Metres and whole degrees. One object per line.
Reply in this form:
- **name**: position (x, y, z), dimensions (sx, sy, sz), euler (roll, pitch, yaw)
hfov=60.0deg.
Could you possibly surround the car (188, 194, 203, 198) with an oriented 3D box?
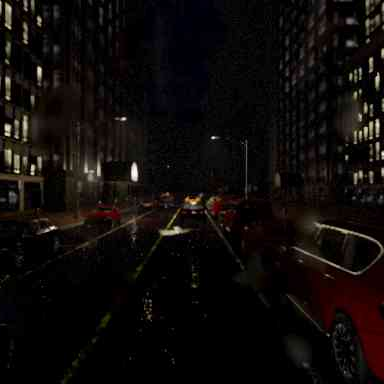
- **car**: position (0.082, 1.352, 44.560), dimensions (1.882, 1.535, 5.008), euler (0, 0, 0)

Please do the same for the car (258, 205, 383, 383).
- **car**: position (2.693, 1.301, 5.192), dimensions (2.192, 1.841, 5.009), euler (0, 0, 0)

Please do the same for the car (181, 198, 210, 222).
- **car**: position (0.090, 1.475, 25.778), dimensions (2.033, 1.411, 5.357), euler (0, 0, 0)

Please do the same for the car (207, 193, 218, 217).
- **car**: position (2.684, 1.239, 27.350), dimensions (2.192, 1.841, 5.009), euler (0, 0, 0)

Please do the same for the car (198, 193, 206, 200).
- **car**: position (2.657, 1.187, 88.282), dimensions (1.967, 1.590, 4.097), euler (0, 0, 0)

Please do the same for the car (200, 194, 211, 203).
- **car**: position (2.666, 1.252, 66.125), dimensions (1.967, 1.590, 4.097), euler (0, 0, 0)

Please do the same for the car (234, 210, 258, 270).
- **car**: position (2.690, 1.515, 10.732), dimensions (1.887, 1.381, 4.507), euler (0, 0, 0)

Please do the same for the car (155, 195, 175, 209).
- **car**: position (-3.114, 1.427, 42.553), dimensions (2.033, 1.411, 5.357), euler (0, 0, 0)

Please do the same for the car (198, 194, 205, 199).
- **car**: position (2.654, 1.256, 93.991), dimensions (1.752, 1.417, 4.829), euler (0, 0, 0)

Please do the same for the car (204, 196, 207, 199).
- **car**: position (2.678, 1.443, 38.429), dimensions (2.008, 1.369, 4.403), euler (0, 0, 0)

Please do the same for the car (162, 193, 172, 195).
- **car**: position (-5.716, 1.111, 71.660), dimensions (2.192, 1.841, 5.009), euler (0, 0, 0)

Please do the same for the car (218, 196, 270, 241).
- **car**: position (2.688, 1.270, 16.272), dimensions (2.192, 1.841, 5.009), euler (0, 0, 0)

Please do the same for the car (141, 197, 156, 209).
- **car**: position (-5.705, 1.458, 43.965), dimensions (1.802, 1.307, 4.206), euler (0, 0, 0)

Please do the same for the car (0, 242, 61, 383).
- **car**: position (-3.103, 1.540, 2.539), dimensions (2.033, 1.411, 5.357), euler (0, 0, 0)

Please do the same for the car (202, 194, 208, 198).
- **car**: position (2.676, 1.401, 44.138), dimensions (1.752, 1.417, 4.829), euler (0, 0, 0)

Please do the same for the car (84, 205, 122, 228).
- **car**: position (-5.695, 1.521, 21.807), dimensions (1.802, 1.307, 4.206), euler (0, 0, 0)

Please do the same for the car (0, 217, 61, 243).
- **car**: position (-5.691, 1.521, 10.728), dimensions (2.008, 1.369, 4.403), euler (0, 0, 0)

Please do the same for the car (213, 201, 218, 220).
- **car**: position (2.685, 1.505, 21.812), dimensions (1.947, 1.339, 4.313), euler (0, 0, 0)

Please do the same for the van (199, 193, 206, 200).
- **van**: position (2.660, 1.105, 82.742), dimensions (1.690, 1.788, 3.998), euler (0, 0, 0)

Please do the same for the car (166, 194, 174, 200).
- **car**: position (-5.724, 1.291, 88.279), dimensions (1.887, 1.381, 4.507), euler (0, 0, 0)
